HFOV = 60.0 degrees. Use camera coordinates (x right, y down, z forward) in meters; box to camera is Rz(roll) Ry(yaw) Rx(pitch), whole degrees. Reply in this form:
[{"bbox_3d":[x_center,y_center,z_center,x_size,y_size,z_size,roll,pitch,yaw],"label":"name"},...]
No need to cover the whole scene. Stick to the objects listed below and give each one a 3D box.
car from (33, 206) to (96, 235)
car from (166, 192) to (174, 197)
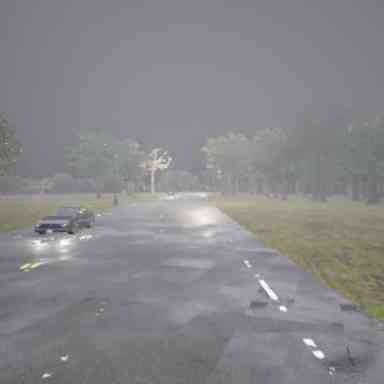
[{"bbox_3d":[-6.973,1.534,18.897,2.033,1.411,5.357,0,0,-1],"label":"car"},{"bbox_3d":[-5.984,0.617,91.790,1.812,1.442,4.674,0,2,2],"label":"car"}]
